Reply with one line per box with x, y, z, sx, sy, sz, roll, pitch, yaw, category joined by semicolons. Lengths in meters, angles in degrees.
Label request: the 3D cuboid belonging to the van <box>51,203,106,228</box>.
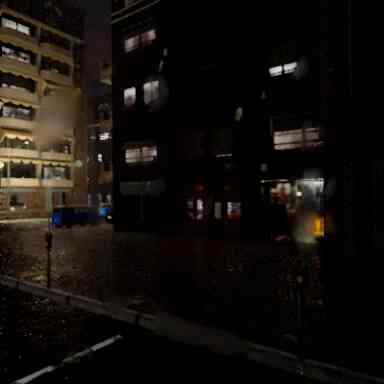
-9.383;1.988;27.052;1.690;1.788;3.998;-2;-2;35;van

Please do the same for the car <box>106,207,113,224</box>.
-6.311;2.321;31.661;1.947;1.339;4.313;-2;-2;35;car

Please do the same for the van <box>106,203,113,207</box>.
-9.945;2.292;40.972;1.690;1.788;3.998;-2;-2;35;van
